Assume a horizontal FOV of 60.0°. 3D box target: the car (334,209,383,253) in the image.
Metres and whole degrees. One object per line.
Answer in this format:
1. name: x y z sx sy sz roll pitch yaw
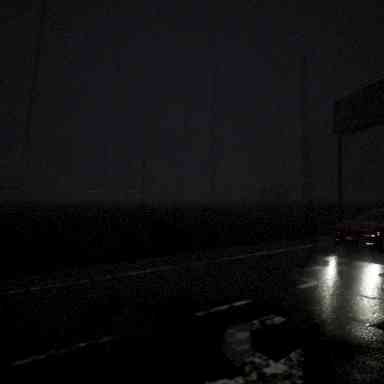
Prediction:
1. car: 7.930 1.465 13.865 5.008 1.535 1.882 0 0 -35
